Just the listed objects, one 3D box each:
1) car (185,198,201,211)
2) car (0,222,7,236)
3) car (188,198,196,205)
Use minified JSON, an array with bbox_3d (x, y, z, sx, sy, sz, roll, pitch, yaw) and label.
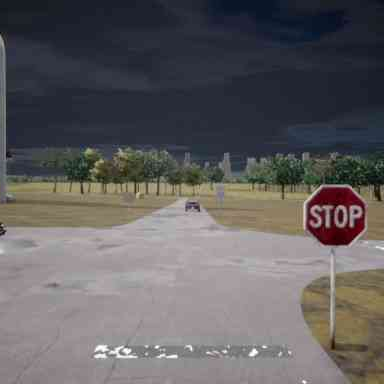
[{"bbox_3d":[0.085,1.746,44.716,1.837,1.490,4.892,0,-1,0],"label":"car"},{"bbox_3d":[-10.530,1.281,13.422,5.357,1.411,2.033,2,1,0],"label":"car"},{"bbox_3d":[-0.008,2.043,71.069,1.812,1.442,4.674,0,0,0],"label":"car"}]
